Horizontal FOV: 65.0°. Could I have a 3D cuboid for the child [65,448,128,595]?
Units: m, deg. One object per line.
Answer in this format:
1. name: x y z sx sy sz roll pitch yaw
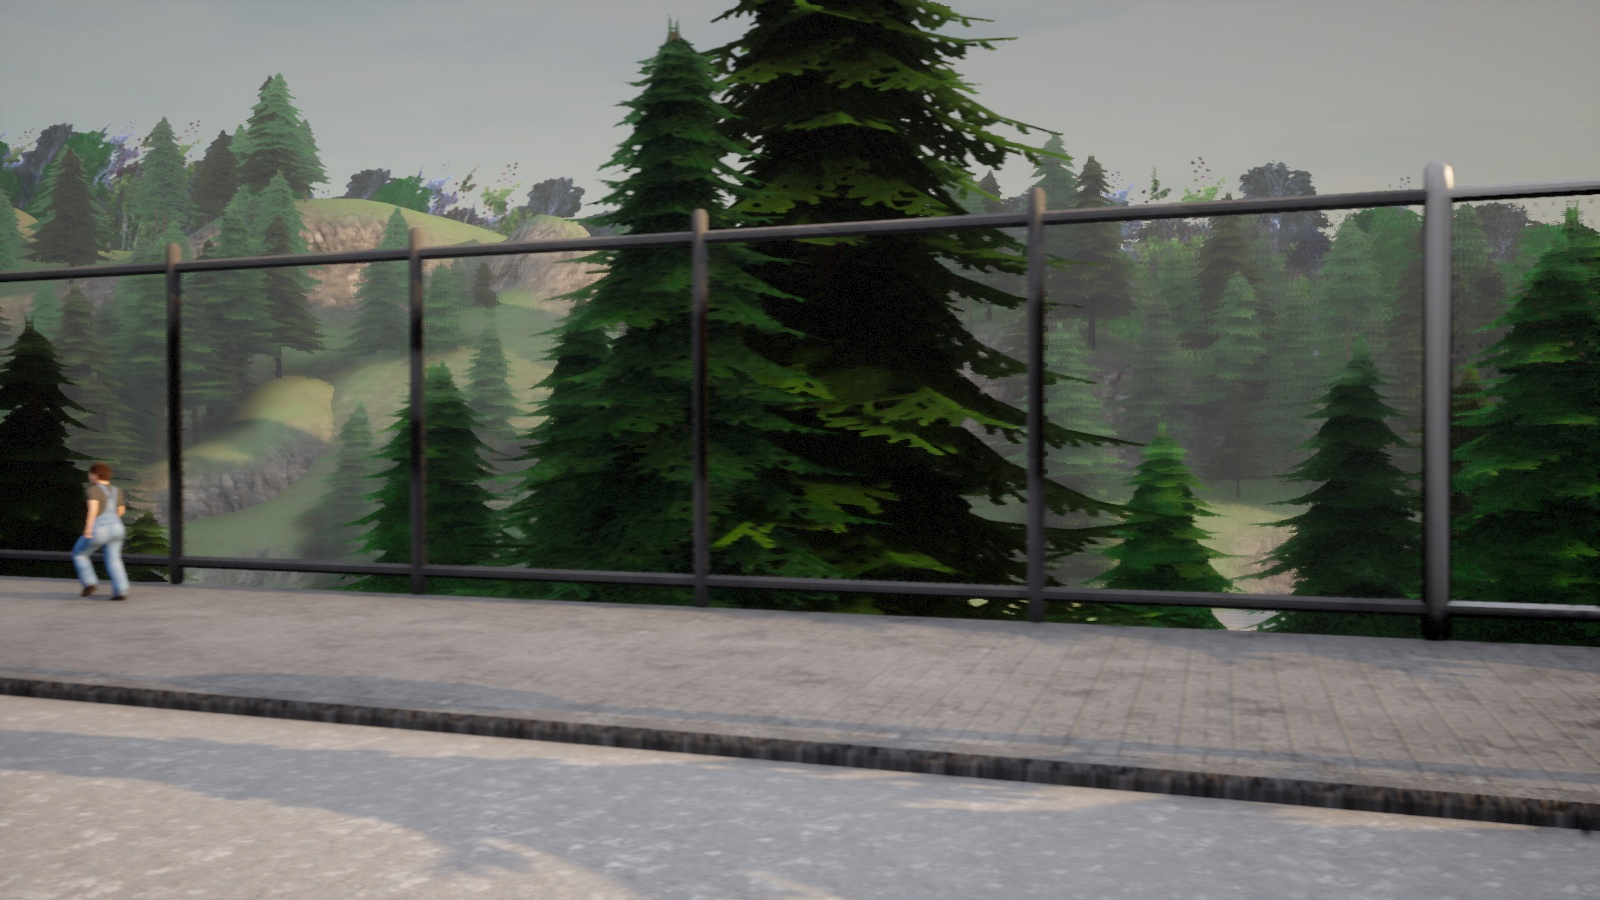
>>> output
1. child: -6.192 0.616 11.054 0.437 1.263 0.270 1 1 25
